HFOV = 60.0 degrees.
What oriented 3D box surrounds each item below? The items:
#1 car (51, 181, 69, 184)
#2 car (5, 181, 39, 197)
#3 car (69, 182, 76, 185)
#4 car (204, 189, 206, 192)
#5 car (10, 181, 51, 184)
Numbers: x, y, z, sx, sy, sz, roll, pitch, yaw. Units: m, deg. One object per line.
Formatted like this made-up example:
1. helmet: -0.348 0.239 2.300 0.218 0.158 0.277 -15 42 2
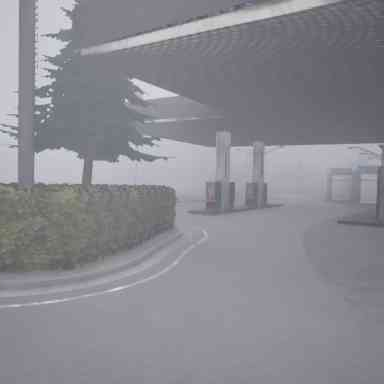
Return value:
1. car: -26.767 -1.255 65.449 3.866 1.878 1.905 2 2 35
2. car: -21.754 -0.461 42.421 4.605 1.855 1.932 2 2 35
3. car: -25.429 -1.281 68.061 4.605 1.855 1.932 2 2 35
4. car: 4.897 -0.326 65.594 5.027 1.636 2.152 2 2 35
5. car: -17.221 -0.176 35.204 3.866 1.878 1.905 2 2 35
